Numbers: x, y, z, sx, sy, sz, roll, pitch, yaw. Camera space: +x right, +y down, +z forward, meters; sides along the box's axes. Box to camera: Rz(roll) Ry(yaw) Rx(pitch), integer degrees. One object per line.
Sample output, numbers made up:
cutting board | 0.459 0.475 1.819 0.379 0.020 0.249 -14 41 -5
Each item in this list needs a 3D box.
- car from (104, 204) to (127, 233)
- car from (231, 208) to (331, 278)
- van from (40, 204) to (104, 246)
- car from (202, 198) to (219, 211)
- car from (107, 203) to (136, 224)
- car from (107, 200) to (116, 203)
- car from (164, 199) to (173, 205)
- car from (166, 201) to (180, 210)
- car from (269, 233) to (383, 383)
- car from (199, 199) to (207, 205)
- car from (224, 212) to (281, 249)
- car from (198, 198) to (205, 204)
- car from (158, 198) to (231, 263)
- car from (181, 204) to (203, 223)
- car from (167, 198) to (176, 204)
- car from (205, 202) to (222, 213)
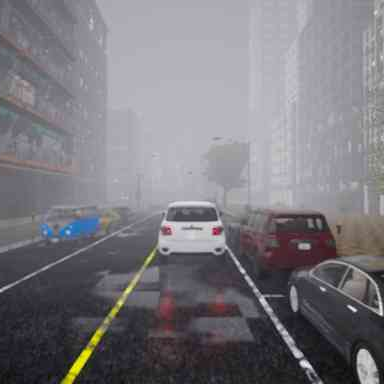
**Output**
car | -5.688 1.725 21.228 1.752 1.417 4.829 0 -1 0
car | 2.693 1.412 10.355 2.192 1.841 5.009 0 -1 0
van | -5.688 1.490 15.877 1.690 1.788 3.998 0 -1 0
car | 2.694 1.792 49.013 2.192 1.841 5.009 0 -1 0
car | -5.688 1.821 26.920 1.947 1.339 4.313 0 -1 0
car | -16.424 1.951 61.995 4.403 1.369 2.008 1 -1 -1
car | -5.686 2.369 81.397 2.008 1.369 4.403 0 -1 0
car | -3.014 2.117 52.836 1.895 1.301 4.718 0 -1 0
car | 2.693 1.596 4.829 2.008 1.369 4.403 0 -1 0
car | 2.694 2.362 81.397 1.887 1.381 4.507 0 -1 0
car | 2.693 1.714 15.874 1.947 1.339 4.313 0 -1 0
car | 2.694 2.468 92.632 1.752 1.417 4.829 0 -1 0
car | 0.008 1.342 12.568 2.150 2.045 5.566 0 0 0
car | 0.024 1.800 28.928 1.812 1.442 4.674 0 0 1
car | -5.686 2.491 92.462 2.008 1.369 4.403 0 -1 0
car | 2.693 1.987 43.487 1.947 1.339 4.313 0 -1 0
